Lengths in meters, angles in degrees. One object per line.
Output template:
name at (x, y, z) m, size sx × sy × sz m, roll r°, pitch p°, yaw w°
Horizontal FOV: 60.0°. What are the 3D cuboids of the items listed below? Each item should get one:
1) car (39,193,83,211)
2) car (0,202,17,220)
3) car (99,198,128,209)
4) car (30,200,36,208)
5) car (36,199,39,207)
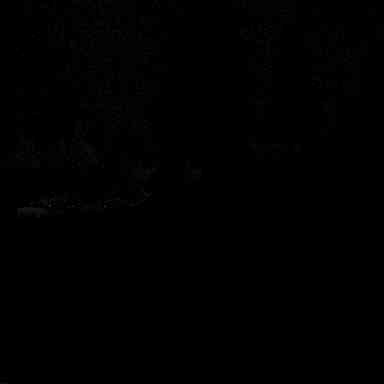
car at (-15.774, 1.210, 41.137) m, size 2.150 × 2.045 × 5.566 m, roll 0°, pitch 1°, yaw 14°
car at (-15.897, 1.477, 25.757) m, size 1.882 × 1.535 × 5.008 m, roll 0°, pitch 0°, yaw 14°
car at (-10.850, 1.547, 46.447) m, size 2.033 × 1.411 × 5.357 m, roll 0°, pitch 0°, yaw 14°
car at (-21.258, 1.505, 48.106) m, size 1.837 × 1.490 × 4.892 m, roll 0°, pitch 0°, yaw 14°
car at (-18.366, 1.476, 45.240) m, size 1.882 × 1.535 × 5.008 m, roll 0°, pitch 0°, yaw 14°
